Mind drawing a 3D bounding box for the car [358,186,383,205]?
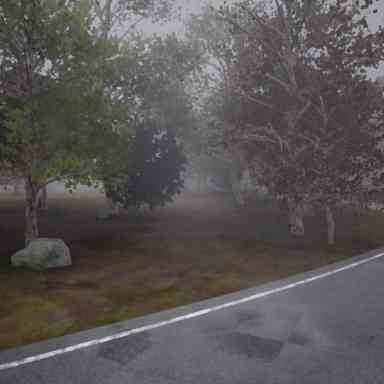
[{"bbox_3d":[17.392,0.256,30.812,2.128,1.511,4.902,-4,3,-4],"label":"car"}]
